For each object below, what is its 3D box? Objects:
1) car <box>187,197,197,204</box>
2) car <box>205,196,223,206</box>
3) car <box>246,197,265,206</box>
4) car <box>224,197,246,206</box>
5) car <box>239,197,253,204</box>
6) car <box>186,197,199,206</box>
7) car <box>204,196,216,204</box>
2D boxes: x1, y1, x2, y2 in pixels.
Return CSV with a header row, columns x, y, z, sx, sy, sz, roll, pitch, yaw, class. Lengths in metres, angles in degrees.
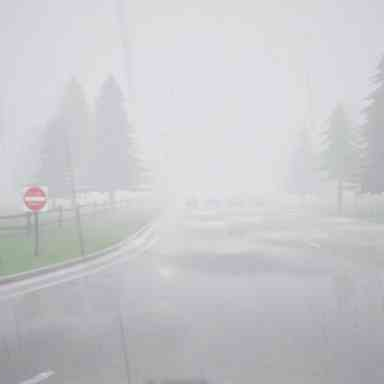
x,y,z,sx,sy,sz,roll,pitch,yaw,class
0.003,1.633,64.562,1.895,1.301,4.718,0,0,0,car
3.503,1.503,54.112,1.882,1.535,5.008,0,0,0,car
10.503,1.574,54.112,2.033,1.411,5.357,0,0,0,car
7.003,1.517,54.112,2.128,1.511,4.902,0,0,0,car
10.503,1.637,64.562,1.895,1.301,4.718,0,0,0,car
0.003,1.517,54.113,2.128,1.511,4.902,0,0,0,car
3.503,1.523,64.532,2.128,1.511,4.902,0,0,0,car
